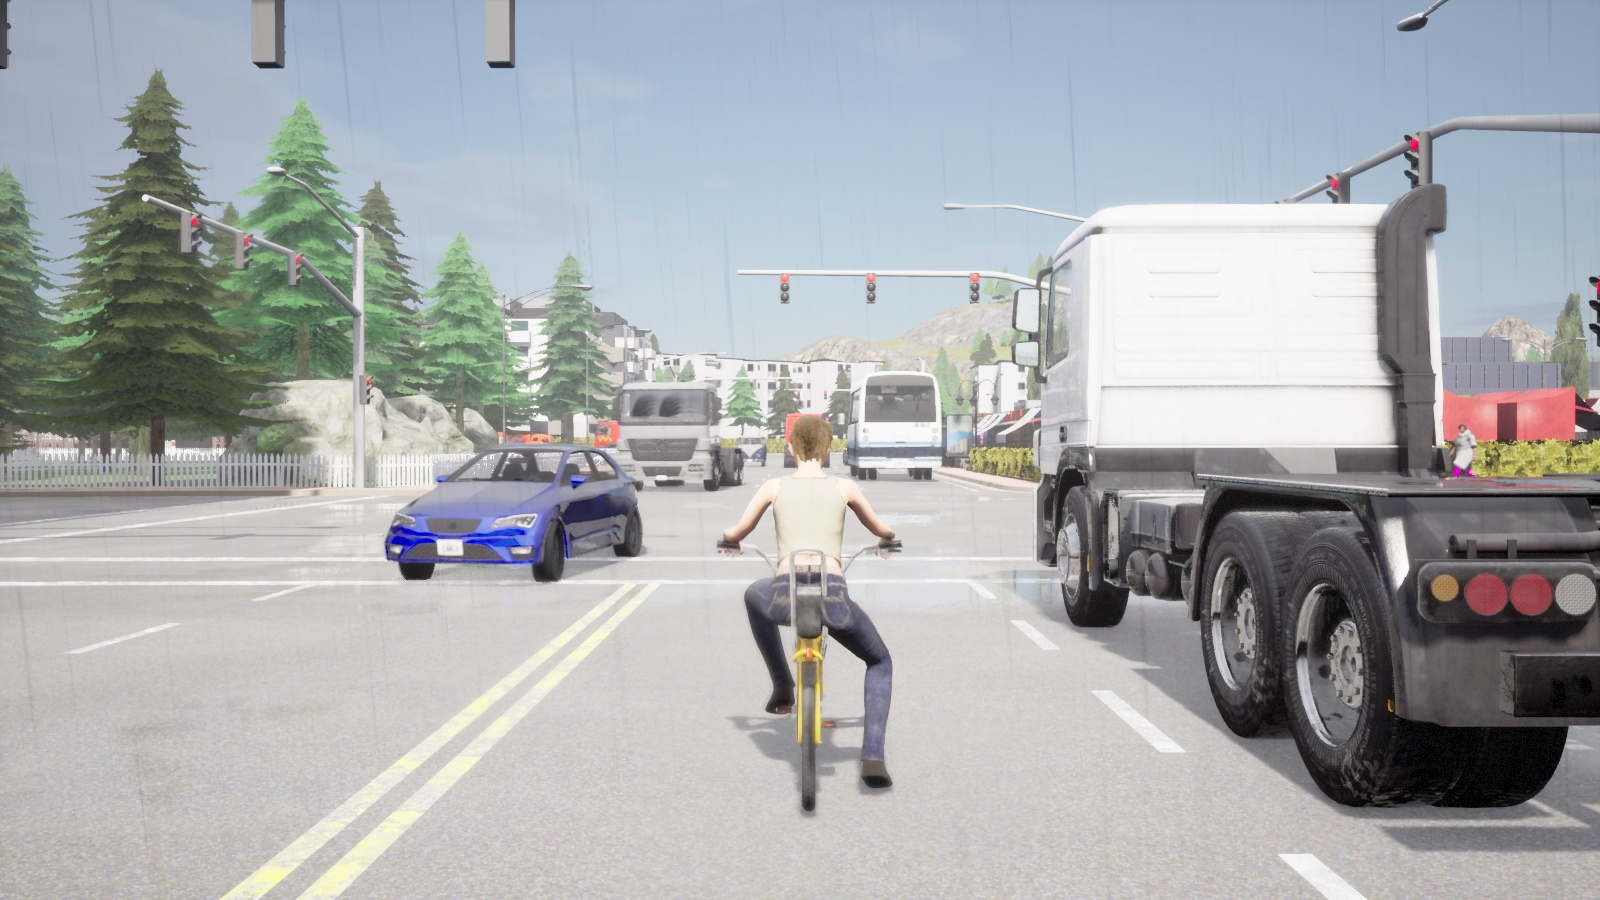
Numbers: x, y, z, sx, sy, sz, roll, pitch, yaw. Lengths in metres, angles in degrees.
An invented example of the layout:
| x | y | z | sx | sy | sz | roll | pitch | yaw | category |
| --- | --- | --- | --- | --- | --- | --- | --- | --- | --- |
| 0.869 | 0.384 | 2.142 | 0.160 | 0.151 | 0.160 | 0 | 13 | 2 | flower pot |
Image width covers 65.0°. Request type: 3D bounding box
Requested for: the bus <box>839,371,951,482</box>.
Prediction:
| x | y | z | sx | sy | sz | roll | pitch | yaw | category |
| --- | --- | --- | --- | --- | --- | --- | --- | --- | --- |
| 3.806 | -0.929 | 53.560 | 3.944 | 4.253 | 10.273 | 0 | 0 | 0 | bus |

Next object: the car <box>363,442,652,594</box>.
| x | y | z | sx | sy | sz | roll | pitch | yaw | category |
| --- | --- | --- | --- | --- | --- | --- | --- | --- | --- |
| -3.208 | 0.663 | 14.733 | 1.816 | 1.474 | 4.193 | 0 | 1 | 10 | car |

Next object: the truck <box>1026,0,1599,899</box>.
| x | y | z | sx | sy | sz | roll | pitch | yaw | category |
| --- | --- | --- | --- | --- | --- | --- | --- | --- | --- |
| 3.559 | -0.277 | 7.884 | 2.891 | 3.462 | 7.936 | 0 | 0 | 0 | truck |

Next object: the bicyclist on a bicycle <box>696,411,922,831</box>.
| x | y | z | sx | sy | sz | roll | pitch | yaw | category |
| --- | --- | --- | --- | --- | --- | --- | --- | --- | --- |
| 0.042 | 0.652 | 5.576 | 0.866 | 1.612 | 1.509 | 0 | 0 | 1 | bicyclist on a bicycle |

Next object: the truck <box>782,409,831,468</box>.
| x | y | z | sx | sy | sz | roll | pitch | yaw | category |
| --- | --- | --- | --- | --- | --- | --- | --- | --- | --- |
| 0.429 | -0.674 | 77.772 | 2.891 | 3.462 | 7.936 | 0 | 0 | 1 | truck |

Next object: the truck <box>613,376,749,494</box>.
| x | y | z | sx | sy | sz | roll | pitch | yaw | category |
| --- | --- | --- | --- | --- | --- | --- | --- | --- | --- |
| -3.686 | -0.470 | 41.016 | 2.891 | 3.462 | 7.936 | 0 | 0 | 6 | truck |

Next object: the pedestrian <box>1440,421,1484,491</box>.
| x | y | z | sx | sy | sz | roll | pitch | yaw | category |
| --- | --- | --- | --- | --- | --- | --- | --- | --- | --- |
| 18.557 | 0.161 | 35.195 | 0.873 | 1.952 | 0.659 | 0 | 0 | 0 | pedestrian |

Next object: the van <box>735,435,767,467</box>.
| x | y | z | sx | sy | sz | roll | pitch | yaw | category |
| --- | --- | --- | --- | --- | --- | --- | --- | --- | --- |
| -3.054 | 0.050 | 79.087 | 1.775 | 1.987 | 4.442 | 0 | 0 | 0 | van |
